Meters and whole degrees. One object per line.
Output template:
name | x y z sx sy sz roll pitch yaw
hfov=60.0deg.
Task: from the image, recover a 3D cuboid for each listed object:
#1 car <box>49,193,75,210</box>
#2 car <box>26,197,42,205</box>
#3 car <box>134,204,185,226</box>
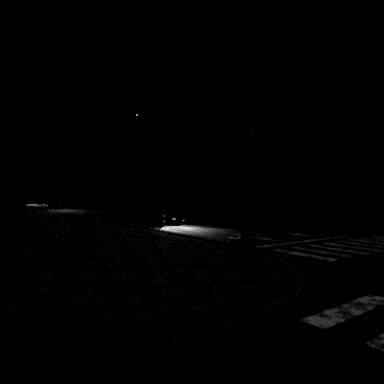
car | -17.020 1.213 43.300 2.150 2.045 5.566 1 0 -36
car | -27.679 1.534 58.181 1.994 1.385 4.181 1 0 -36
car | -2.291 1.517 22.724 1.994 1.385 4.181 1 0 -36
